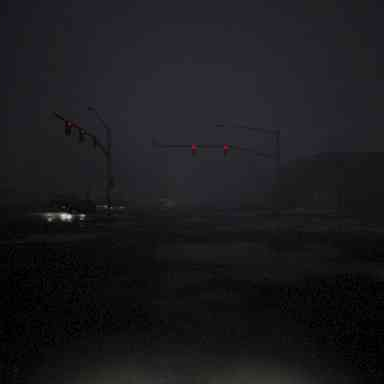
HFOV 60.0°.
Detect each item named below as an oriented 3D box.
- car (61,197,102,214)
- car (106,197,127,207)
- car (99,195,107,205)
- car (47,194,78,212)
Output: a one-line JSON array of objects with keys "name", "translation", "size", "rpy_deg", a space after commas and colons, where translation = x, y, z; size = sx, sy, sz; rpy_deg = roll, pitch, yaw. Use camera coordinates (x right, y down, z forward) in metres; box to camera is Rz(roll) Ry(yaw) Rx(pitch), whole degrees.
[{"name": "car", "translation": [-11.588, 1.547, 35.277], "size": [2.033, 1.411, 5.357], "rpy_deg": [0, 0, 0]}, {"name": "car", "translation": [-11.574, 1.477, 52.515], "size": [1.882, 1.535, 5.008], "rpy_deg": [0, 0, 0]}, {"name": "car", "translation": [-15.061, 1.351, 56.841], "size": [2.097, 1.767, 4.553], "rpy_deg": [0, 0, 0]}, {"name": "car", "translation": [-15.087, 1.221, 39.404], "size": [2.150, 2.045, 5.566], "rpy_deg": [0, 0, 0]}]
